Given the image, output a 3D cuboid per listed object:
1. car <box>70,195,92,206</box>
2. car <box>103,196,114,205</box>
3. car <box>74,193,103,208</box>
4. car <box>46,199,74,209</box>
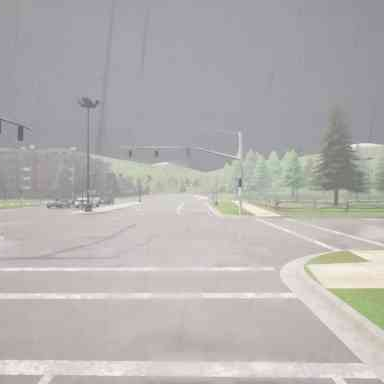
[{"bbox_3d":[-18.511,1.352,55.510,2.097,1.767,4.553,0,0,0],"label":"car"},{"bbox_3d":[-14.991,1.490,58.140,2.128,1.511,4.902,0,0,1],"label":"car"},{"bbox_3d":[-15.043,1.221,48.129,2.150,2.045,5.566,0,0,0],"label":"car"},{"bbox_3d":[-18.547,1.601,46.397,1.895,1.301,4.718,0,0,0],"label":"car"}]
